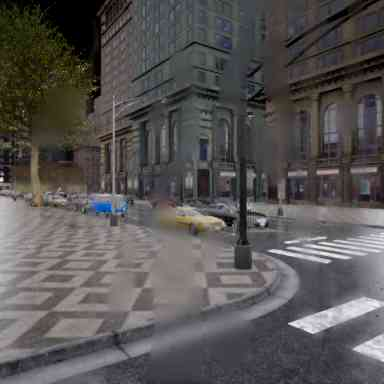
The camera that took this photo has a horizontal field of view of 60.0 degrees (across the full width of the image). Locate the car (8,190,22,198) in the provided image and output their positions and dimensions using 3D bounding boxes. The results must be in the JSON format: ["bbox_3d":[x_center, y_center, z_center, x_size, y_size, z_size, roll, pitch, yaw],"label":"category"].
[{"bbox_3d":[-35.905,0.483,68.429,1.967,1.590,4.097,1,0,-35],"label":"car"}]

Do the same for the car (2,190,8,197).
[{"bbox_3d":[-42.388,0.330,77.605,1.967,1.590,4.097,1,0,-35],"label":"car"}]

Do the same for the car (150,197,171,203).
[{"bbox_3d":[-3.018,1.224,36.647,1.887,1.381,4.507,1,0,-35],"label":"car"}]

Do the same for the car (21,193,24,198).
[{"bbox_3d":[-26.184,0.830,54.666,2.008,1.369,4.403,1,0,-35],"label":"car"}]

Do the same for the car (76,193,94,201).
[{"bbox_3d":[-19.225,0.861,59.589,1.802,1.307,4.206,1,0,-35],"label":"car"}]

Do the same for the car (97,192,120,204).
[{"bbox_3d":[-12.741,0.881,50.414,1.967,1.590,4.097,1,0,-35],"label":"car"}]

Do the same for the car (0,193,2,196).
[{"bbox_3d":[-45.629,0.254,82.194,1.967,1.590,4.097,1,0,-35],"label":"car"}]

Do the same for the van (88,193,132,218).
[{"bbox_3d":[-6.735,1.091,27.133,1.690,1.788,3.998,1,0,-35],"label":"van"}]

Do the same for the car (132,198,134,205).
[{"bbox_3d":[-9.502,1.074,45.826,2.008,1.369,4.403,1,0,-35],"label":"car"}]

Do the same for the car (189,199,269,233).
[{"bbox_3d":[2.214,1.366,19.062,2.128,1.511,4.902,0,1,-35],"label":"car"}]

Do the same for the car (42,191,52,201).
[{"bbox_3d":[-19.702,0.992,45.490,2.008,1.369,4.403,1,0,-35],"label":"car"}]

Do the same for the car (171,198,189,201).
[{"bbox_3d":[0.221,1.315,32.060,1.947,1.339,4.313,1,0,-35],"label":"car"}]

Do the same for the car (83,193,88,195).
[{"bbox_3d":[-15.984,0.910,55.001,2.008,1.369,4.403,1,0,-35],"label":"car"}]

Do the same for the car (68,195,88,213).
[{"bbox_3d":[-9.978,1.230,31.722,2.008,1.369,4.403,1,0,-35],"label":"car"}]

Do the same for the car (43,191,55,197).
[{"bbox_3d":[-35.429,0.471,82.526,1.802,1.307,4.206,1,0,-35],"label":"car"}]

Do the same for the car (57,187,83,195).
[{"bbox_3d":[-17.991,0.307,47.836,2.150,2.045,5.566,0,1,-35],"label":"car"}]

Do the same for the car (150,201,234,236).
[{"bbox_3d":[-0.155,1.398,17.813,1.752,1.417,4.829,1,0,-35],"label":"car"}]

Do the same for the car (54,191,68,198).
[{"bbox_3d":[-28.947,0.587,73.351,1.887,1.381,4.507,1,0,-35],"label":"car"}]

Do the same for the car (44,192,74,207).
[{"bbox_3d":[-16.363,1.051,40.763,1.752,1.417,4.829,1,0,-35],"label":"car"}]

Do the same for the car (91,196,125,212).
[{"bbox_3d":[-8.810,1.220,34.680,1.994,1.385,4.181,0,1,-35],"label":"car"}]

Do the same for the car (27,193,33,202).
[{"bbox_3d":[-22.943,0.911,50.078,2.008,1.369,4.403,1,0,-35],"label":"car"}]
